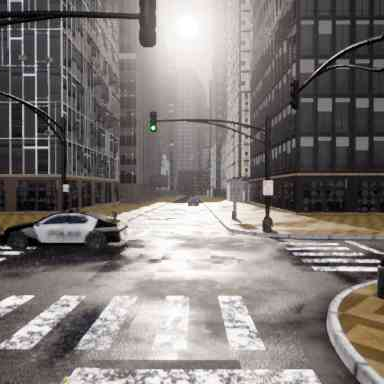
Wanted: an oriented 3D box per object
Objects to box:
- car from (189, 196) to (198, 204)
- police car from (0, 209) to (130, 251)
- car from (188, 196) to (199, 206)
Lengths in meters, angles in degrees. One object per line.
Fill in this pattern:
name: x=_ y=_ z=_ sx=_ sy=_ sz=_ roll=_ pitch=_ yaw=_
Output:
car: x=0.304 y=1.570 z=66.267 sx=1.812 sy=1.442 sz=4.674 roll=0 pitch=0 yaw=0
police car: x=-5.169 y=1.503 z=13.647 sx=4.974 sy=1.542 sz=2.038 roll=0 pitch=1 yaw=1
car: x=0.258 y=1.632 z=56.279 sx=1.895 sy=1.301 sz=4.718 roll=0 pitch=0 yaw=0
